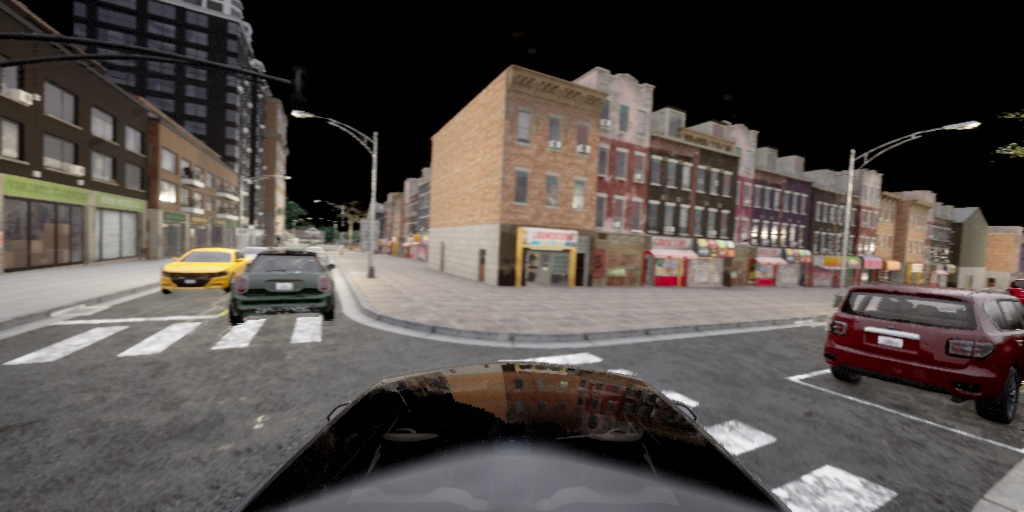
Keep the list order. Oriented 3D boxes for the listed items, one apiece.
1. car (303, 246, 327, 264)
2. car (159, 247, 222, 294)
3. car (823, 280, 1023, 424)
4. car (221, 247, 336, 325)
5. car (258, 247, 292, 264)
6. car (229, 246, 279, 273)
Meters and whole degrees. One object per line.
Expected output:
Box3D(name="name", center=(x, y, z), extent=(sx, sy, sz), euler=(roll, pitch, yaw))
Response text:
Box3D(name="car", center=(-18.180, -0.148, 33.163), extent=(1.812, 1.442, 4.674), euler=(2, 1, -28))
Box3D(name="car", center=(-11.318, 0.443, 13.626), extent=(1.882, 1.535, 5.008), euler=(2, 1, -27))
Box3D(name="car", center=(7.735, 1.466, 6.491), extent=(5.009, 1.841, 2.192), euler=(0, 0, -27))
Box3D(name="car", center=(-6.041, 0.608, 9.866), extent=(2.097, 1.767, 4.553), euler=(2, 2, -28))
Box3D(name="car", center=(-20.308, -0.111, 30.898), extent=(1.895, 1.301, 4.718), euler=(2, 1, -27))
Box3D(name="car", center=(-15.666, 0.150, 21.974), extent=(1.812, 1.442, 4.674), euler=(2, 1, -28))
